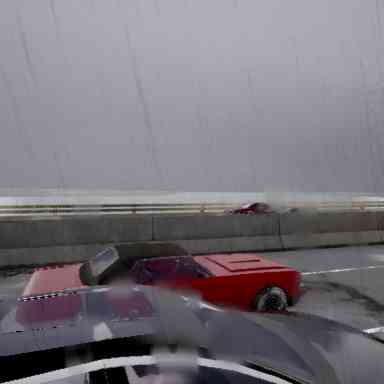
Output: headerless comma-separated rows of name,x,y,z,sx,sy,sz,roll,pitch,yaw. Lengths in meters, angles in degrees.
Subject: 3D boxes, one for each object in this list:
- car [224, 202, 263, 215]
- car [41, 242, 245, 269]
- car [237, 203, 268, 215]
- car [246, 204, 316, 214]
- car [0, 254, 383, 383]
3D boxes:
car,4.843,1.527,26.508,4.674,1.442,1.812,0,0,-19
car,-0.392,1.600,5.976,4.718,1.301,1.895,0,0,-19
car,5.829,1.603,23.147,4.718,1.301,1.895,0,0,-19
car,5.644,1.566,19.381,4.181,1.385,1.994,0,0,-19
car,-0.375,1.490,2.272,4.902,1.511,2.128,0,0,-19
